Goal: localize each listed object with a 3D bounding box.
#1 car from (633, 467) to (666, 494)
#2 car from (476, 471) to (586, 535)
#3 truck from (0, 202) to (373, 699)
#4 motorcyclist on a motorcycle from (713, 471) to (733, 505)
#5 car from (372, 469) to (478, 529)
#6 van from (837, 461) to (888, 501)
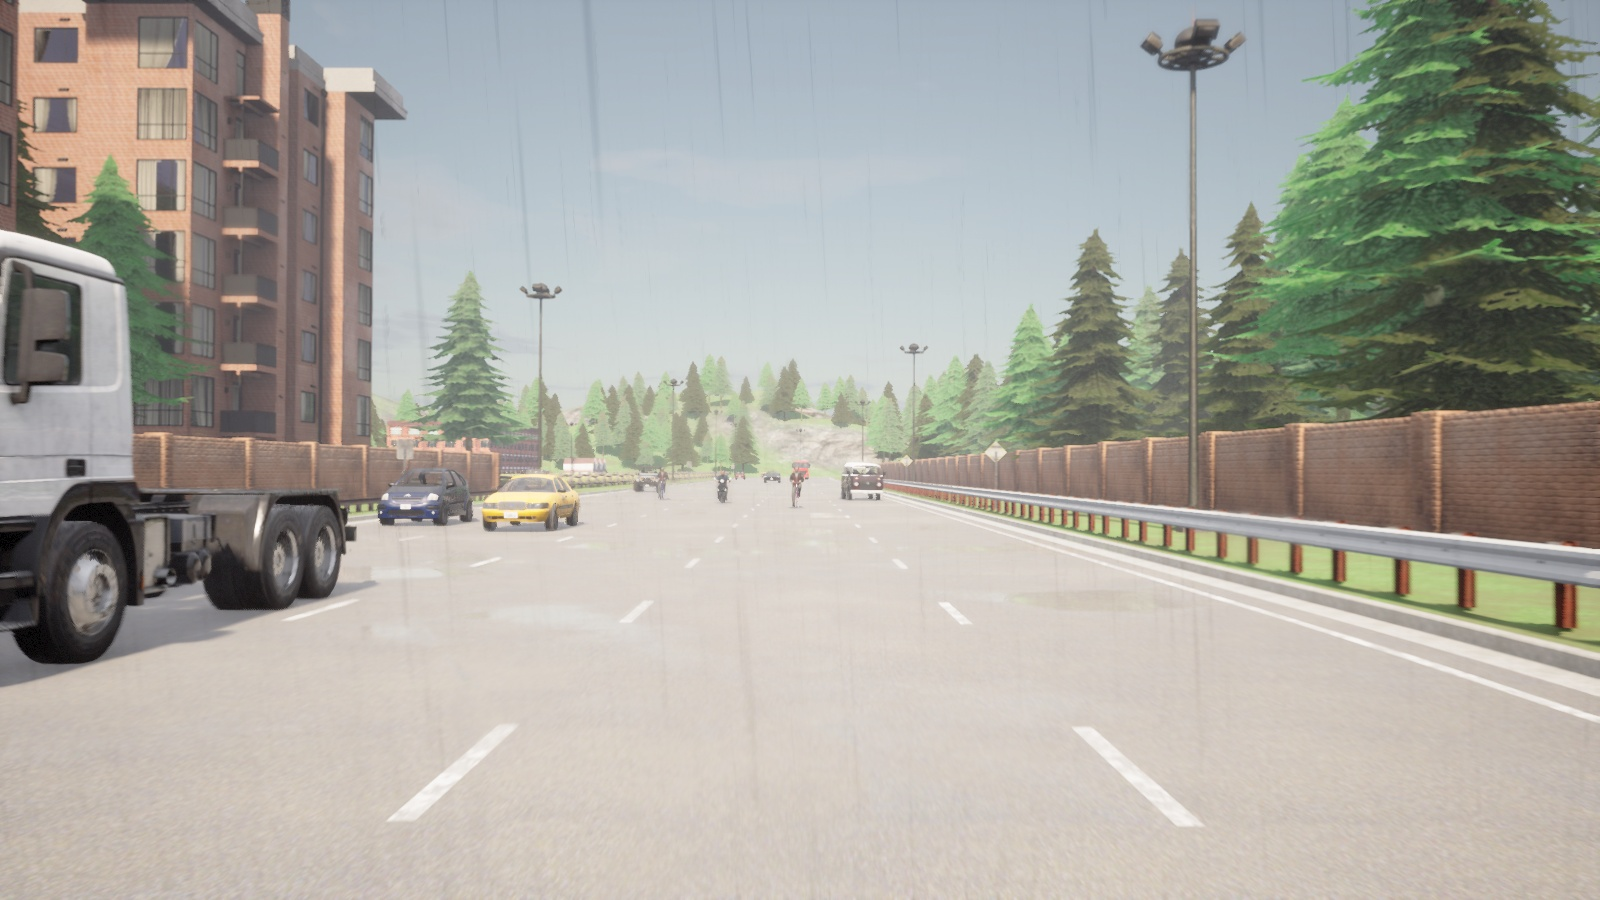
[{"bbox_3d":[-10.719,2.157,89.935,1.905,1.878,3.866,0,-1,0],"label":"car"},{"bbox_3d":[-7.082,1.344,33.612,1.801,1.575,5.366,0,-1,0],"label":"car"},{"bbox_3d":[-7.034,0.070,12.476,2.891,3.462,7.936,0,-1,0],"label":"truck"},{"bbox_3d":[-3.645,1.777,59.506,0.866,1.590,1.817,0,-1,0],"label":"motorcyclist on a motorcycle"},{"bbox_3d":[-10.587,1.352,35.730,1.851,1.617,3.988,0,-1,0],"label":"car"},{"bbox_3d":[3.330,1.655,67.622,2.069,2.038,4.480,1,-1,-5],"label":"van"}]
